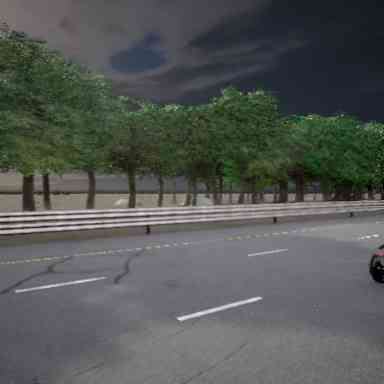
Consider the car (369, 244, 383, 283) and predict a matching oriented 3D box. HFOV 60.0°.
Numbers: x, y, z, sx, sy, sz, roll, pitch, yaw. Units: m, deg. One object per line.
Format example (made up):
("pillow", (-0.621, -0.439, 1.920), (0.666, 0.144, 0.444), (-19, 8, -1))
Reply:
("car", (6.329, 1.562, 8.384), (4.181, 1.385, 1.994), (0, 0, -35))
